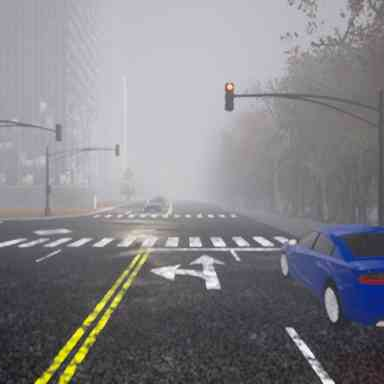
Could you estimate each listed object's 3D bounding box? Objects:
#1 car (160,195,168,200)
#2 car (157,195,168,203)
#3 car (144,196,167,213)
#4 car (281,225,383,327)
[{"bbox_3d":[-4.722,1.379,47.667,1.882,1.535,5.008,0,0,-3],"label":"car"},{"bbox_3d":[-5.864,1.365,66.845,2.128,1.511,4.902,0,0,-4],"label":"car"},{"bbox_3d":[-4.193,1.470,36.687,2.033,1.411,5.357,0,0,-3],"label":"car"},{"bbox_3d":[3.269,1.424,7.011,1.882,1.535,5.008,-3,-1,1],"label":"car"}]
